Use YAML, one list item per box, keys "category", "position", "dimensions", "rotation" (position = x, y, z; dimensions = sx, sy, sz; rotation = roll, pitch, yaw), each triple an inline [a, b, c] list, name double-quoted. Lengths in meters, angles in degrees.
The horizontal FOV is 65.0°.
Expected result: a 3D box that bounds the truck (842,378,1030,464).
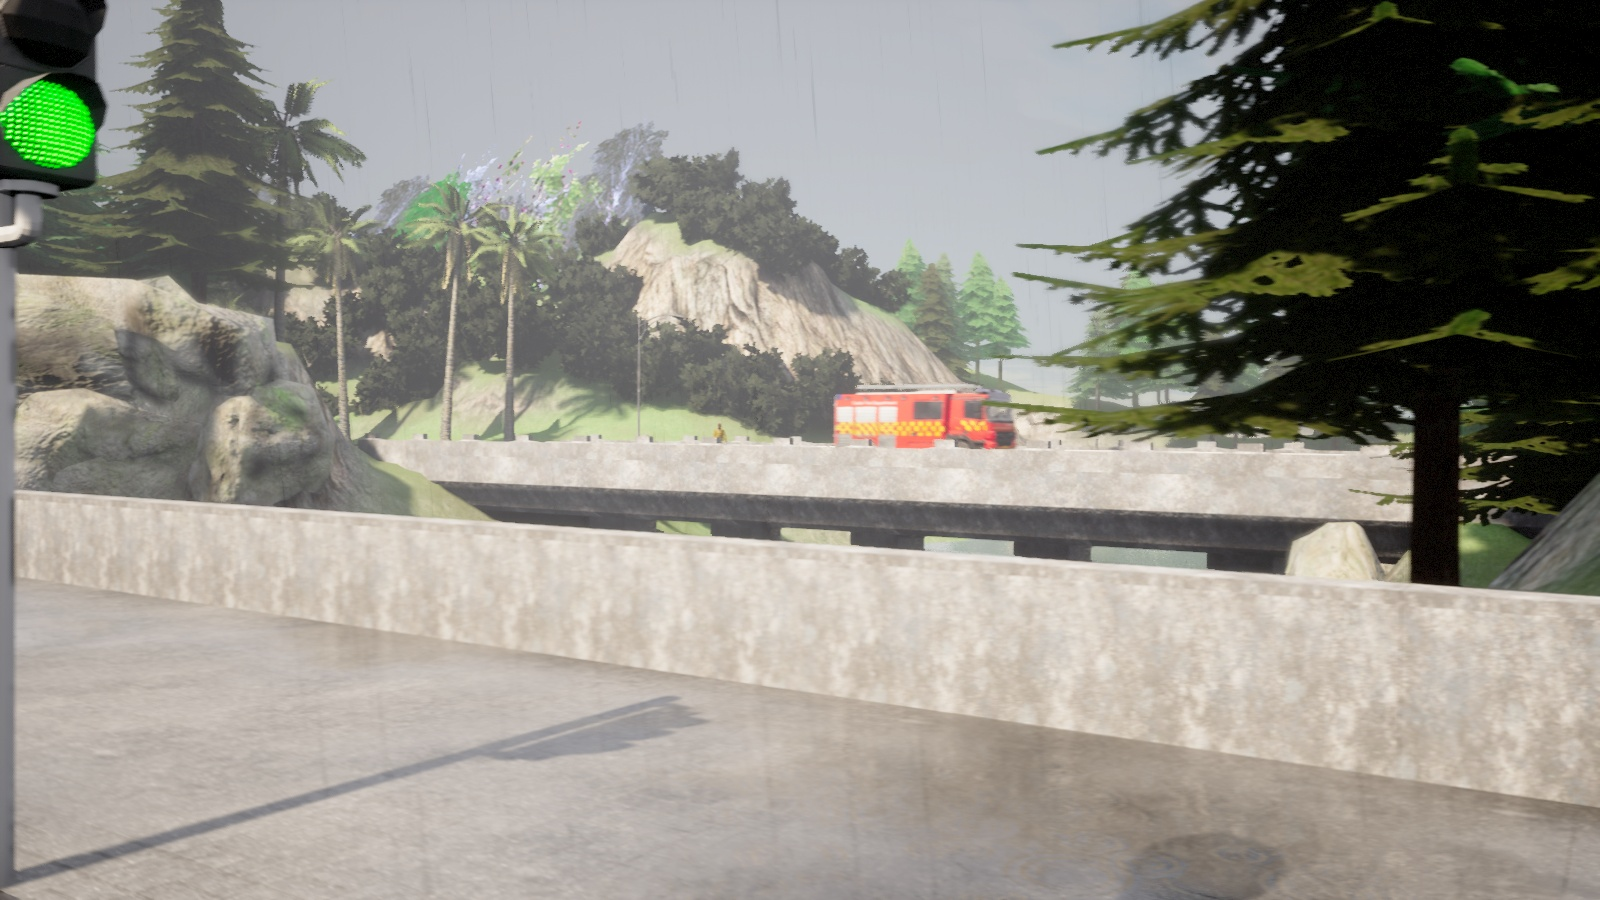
- category: "truck"
  position: [6.356, -1.302, 59.426]
  dimensions: [8.468, 3.827, 2.891]
  rotation: [0, 1, 34]
